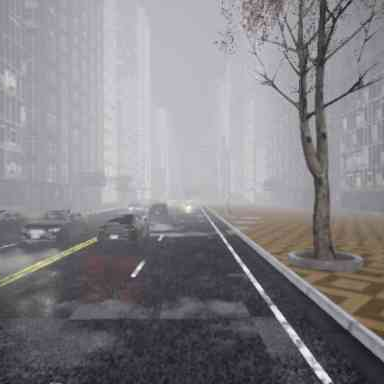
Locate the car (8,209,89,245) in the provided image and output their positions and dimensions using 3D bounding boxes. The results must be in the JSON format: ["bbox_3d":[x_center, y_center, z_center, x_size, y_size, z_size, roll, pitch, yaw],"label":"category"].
[{"bbox_3d":[-6.601,1.638,16.494,2.128,1.511,4.902,0,-1,0],"label":"car"}]

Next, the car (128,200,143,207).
[{"bbox_3d":[-9.800,2.072,57.698,1.994,1.385,4.181,0,-1,1],"label":"car"}]

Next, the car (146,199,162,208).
[{"bbox_3d":[-6.555,2.001,57.680,2.128,1.511,4.902,0,-1,1],"label":"car"}]

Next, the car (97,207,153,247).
[{"bbox_3d":[-3.152,1.665,15.767,1.812,1.442,4.674,0,0,0],"label":"car"}]

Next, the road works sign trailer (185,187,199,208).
[{"bbox_3d":[0.058,0.957,59.924,2.380,3.560,2.880,2,-1,1],"label":"road works sign trailer"}]

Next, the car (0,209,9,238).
[{"bbox_3d":[-9.851,1.638,16.507,2.128,1.511,4.902,0,-1,0],"label":"car"}]

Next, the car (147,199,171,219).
[{"bbox_3d":[-3.155,1.769,33.028,1.882,1.535,5.008,0,0,0],"label":"car"}]
